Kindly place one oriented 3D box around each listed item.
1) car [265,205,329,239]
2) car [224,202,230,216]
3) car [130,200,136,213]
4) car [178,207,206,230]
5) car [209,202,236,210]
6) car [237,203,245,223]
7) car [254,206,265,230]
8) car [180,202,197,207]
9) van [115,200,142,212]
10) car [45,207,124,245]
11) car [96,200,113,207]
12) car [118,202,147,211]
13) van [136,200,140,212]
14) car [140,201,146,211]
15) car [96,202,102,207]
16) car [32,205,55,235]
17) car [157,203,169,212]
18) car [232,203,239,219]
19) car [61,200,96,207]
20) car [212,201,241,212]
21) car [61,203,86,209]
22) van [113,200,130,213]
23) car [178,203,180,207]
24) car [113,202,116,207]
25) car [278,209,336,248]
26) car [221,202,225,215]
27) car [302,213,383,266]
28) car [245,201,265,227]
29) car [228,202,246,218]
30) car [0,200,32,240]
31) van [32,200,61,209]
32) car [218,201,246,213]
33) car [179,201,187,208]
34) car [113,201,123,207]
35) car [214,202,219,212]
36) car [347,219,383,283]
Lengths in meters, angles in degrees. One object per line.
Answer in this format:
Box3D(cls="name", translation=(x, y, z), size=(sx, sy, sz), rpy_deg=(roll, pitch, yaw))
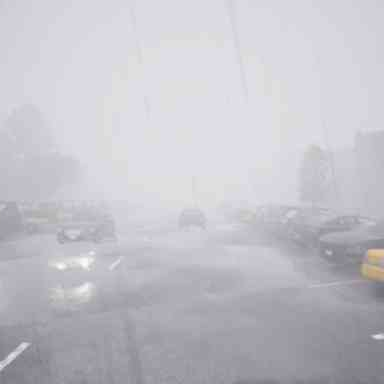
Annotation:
Box3D(cls="car", translation=(6.357, 1.547, 16.605), size=(4.553, 1.767, 2.185), rpy_deg=(1, -2, -20))
Box3D(cls="car", translation=(6.277, 2.055, 34.211), size=(5.008, 1.535, 2.097), rpy_deg=(1, -1, -20))
Box3D(cls="car", translation=(-11.263, 2.336, 49.830), size=(4.553, 1.767, 2.185), rpy_deg=(0, -1, -19))
Box3D(cls="car", translation=(0.018, 1.961, 24.209), size=(1.895, 1.301, 4.718), rpy_deg=(0, -1, 0))
Box3D(cls="car", translation=(5.891, 2.767, 63.639), size=(4.674, 1.452, 2.002), rpy_deg=(1, -1, -21))
Box3D(cls="car", translation=(6.332, 1.853, 25.408), size=(5.008, 1.535, 2.097), rpy_deg=(1, -2, -20))
Box3D(cls="car", translation=(6.377, 1.768, 19.534), size=(4.674, 1.452, 2.002), rpy_deg=(1, -1, -20))
Box3D(cls="car", translation=(-0.113, 2.262, 42.078), size=(2.128, 1.511, 4.902), rpy_deg=(0, -1, 0))
Box3D(cls="van", translation=(-11.232, 2.445, 58.780), size=(4.442, 1.987, 1.878), rpy_deg=(0, -1, -19))
Box3D(cls="car", translation=(-5.134, 1.701, 16.742), size=(2.128, 1.511, 4.902), rpy_deg=(0, -1, 0))
Box3D(cls="car", translation=(-11.518, 1.862, 34.781), size=(5.566, 2.045, 2.435), rpy_deg=(0, -1, -20))
Box3D(cls="car", translation=(-11.057, 2.739, 61.812), size=(5.008, 1.535, 2.097), rpy_deg=(0, -1, -19))
Box3D(cls="van", translation=(-11.128, 2.304, 52.867), size=(4.442, 1.987, 1.878), rpy_deg=(0, -2, -19))
Box3D(cls="car", translation=(-11.154, 2.349, 55.837), size=(5.566, 2.045, 2.435), rpy_deg=(0, -2, -19))
Box3D(cls="car", translation=(-11.496, 2.044, 31.772), size=(4.892, 1.521, 2.231), rpy_deg=(0, -1, -20))
Box3D(cls="car", translation=(-11.266, 1.767, 19.849), size=(5.366, 1.575, 1.946), rpy_deg=(0, -1, -20))
Box3D(cls="car", translation=(-5.133, 2.720, 59.289), size=(2.033, 1.411, 5.357), rpy_deg=(0, -1, 1))
Box3D(cls="car", translation=(6.310, 1.922, 28.345), size=(4.892, 1.521, 2.231), rpy_deg=(1, -2, -20))
Box3D(cls="car", translation=(-11.522, 1.722, 28.764), size=(5.566, 2.045, 2.435), rpy_deg=(0, -1, -20))
Box3D(cls="car", translation=(5.953, 2.466, 57.738), size=(4.553, 1.767, 2.185), rpy_deg=(1, -2, -21))
Box3D(cls="car", translation=(-11.302, 1.900, 25.841), size=(5.366, 1.575, 1.946), rpy_deg=(0, -2, -20))
Box3D(cls="van", translation=(-11.457, 2.167, 46.780), size=(4.442, 1.987, 1.878), rpy_deg=(0, -1, -19))
Box3D(cls="car", translation=(-1.817, 2.805, 65.550), size=(2.128, 1.511, 4.902), rpy_deg=(0, -1, -1))
Box3D(cls="car", translation=(-11.491, 2.212, 37.789), size=(4.792, 1.488, 2.163), rpy_deg=(0, -1, -19))
Box3D(cls="car", translation=(6.390, 1.623, 13.672), size=(5.008, 1.535, 2.097), rpy_deg=(1, -1, -20))
Box3D(cls="car", translation=(6.214, 2.151, 37.136), size=(4.792, 1.488, 2.163), rpy_deg=(1, -1, -20))
Box3D(cls="car", translation=(6.412, 1.581, 10.741), size=(5.008, 1.535, 2.097), rpy_deg=(1, -1, -20))
Box3D(cls="car", translation=(6.328, 1.663, 22.470), size=(4.553, 1.767, 2.185), rpy_deg=(1, -2, -20))
Box3D(cls="car", translation=(6.290, 1.989, 31.277), size=(4.892, 1.521, 2.231), rpy_deg=(1, -2, -20))
Box3D(cls="car", translation=(-11.455, 1.462, 16.785), size=(5.566, 2.045, 2.435), rpy_deg=(0, -1, -20))
Box3D(cls="van", translation=(-11.569, 1.610, 22.742), size=(4.442, 1.987, 1.878), rpy_deg=(0, -1, -20))
Box3D(cls="car", translation=(6.220, 2.189, 40.082), size=(5.008, 1.535, 2.097), rpy_deg=(1, -1, -21))
Box3D(cls="car", translation=(-2.004, 2.902, 75.353), size=(1.895, 1.301, 4.718), rpy_deg=(0, 1, -1))
Box3D(cls="car", translation=(-11.443, 2.254, 40.809), size=(4.892, 1.521, 2.231), rpy_deg=(0, -2, -19))
Box3D(cls="car", translation=(6.005, 2.249, 42.951), size=(5.366, 1.575, 1.946), rpy_deg=(1, -1, -21))
Box3D(cls="car", translation=(6.586, 1.542, 7.869), size=(5.366, 1.575, 1.946), rpy_deg=(1, -1, -20))
